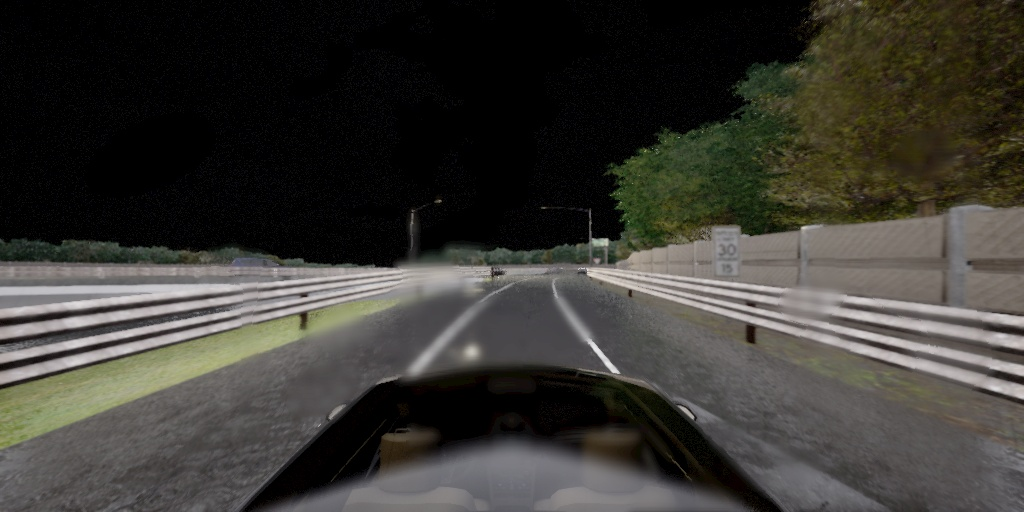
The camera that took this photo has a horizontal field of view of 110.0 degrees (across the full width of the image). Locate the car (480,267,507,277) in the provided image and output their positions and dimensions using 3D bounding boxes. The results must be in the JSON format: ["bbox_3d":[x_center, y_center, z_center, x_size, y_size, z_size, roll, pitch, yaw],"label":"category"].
[{"bbox_3d":[-2.758,2.320,52.313,1.812,1.442,4.674,-2,-3,41],"label":"car"}]

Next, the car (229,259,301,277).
[{"bbox_3d":[-23.223,1.321,33.959,5.566,2.045,2.150,2,-2,-35],"label":"car"}]
